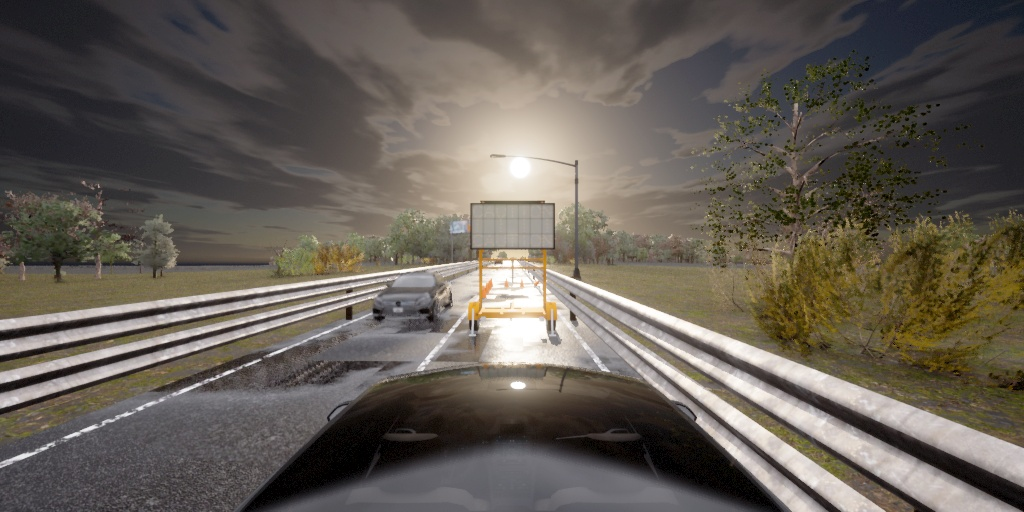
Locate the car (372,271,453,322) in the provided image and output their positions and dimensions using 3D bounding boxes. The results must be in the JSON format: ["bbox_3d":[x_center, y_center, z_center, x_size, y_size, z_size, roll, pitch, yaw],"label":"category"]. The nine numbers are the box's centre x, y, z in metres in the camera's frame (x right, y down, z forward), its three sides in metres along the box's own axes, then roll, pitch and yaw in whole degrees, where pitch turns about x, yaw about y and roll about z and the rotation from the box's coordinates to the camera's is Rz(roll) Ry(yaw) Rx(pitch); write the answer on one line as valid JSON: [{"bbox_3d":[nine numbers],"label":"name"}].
[{"bbox_3d":[-3.237,1.280,12.520,1.812,1.442,4.674,0,0,0],"label":"car"}]

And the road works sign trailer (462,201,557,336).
[{"bbox_3d":[0.021,0.218,10.343,2.380,3.560,2.880,0,0,0],"label":"road works sign trailer"}]
